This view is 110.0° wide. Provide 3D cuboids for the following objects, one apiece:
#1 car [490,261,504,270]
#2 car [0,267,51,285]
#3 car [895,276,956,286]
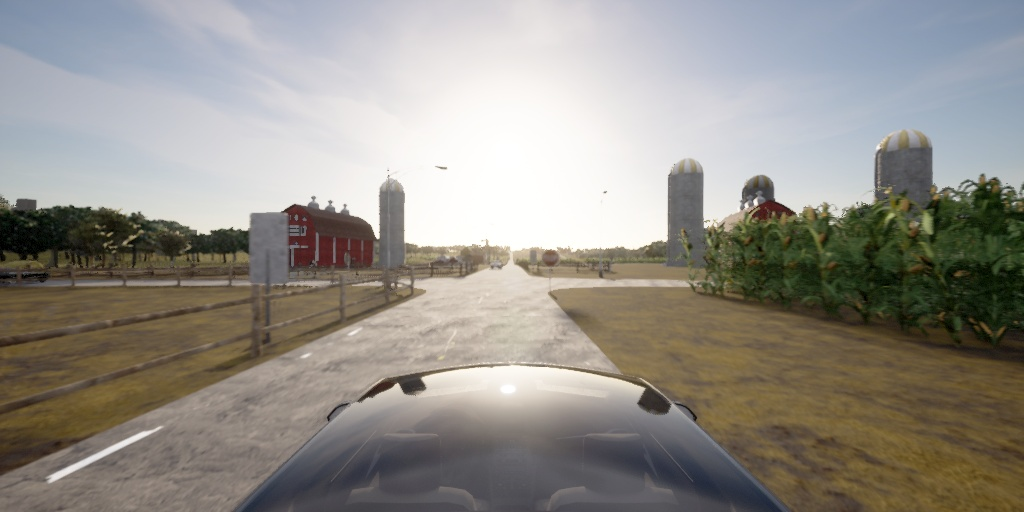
[{"bbox_3d":[-2.781,1.562,62.491,2.128,1.511,4.902,0,-1,1],"label":"car"},{"bbox_3d":[-38.985,1.533,27.762,4.718,1.301,1.895,0,1,0],"label":"car"},{"bbox_3d":[31.880,1.608,27.488,5.008,1.535,1.882,1,1,0],"label":"car"}]
